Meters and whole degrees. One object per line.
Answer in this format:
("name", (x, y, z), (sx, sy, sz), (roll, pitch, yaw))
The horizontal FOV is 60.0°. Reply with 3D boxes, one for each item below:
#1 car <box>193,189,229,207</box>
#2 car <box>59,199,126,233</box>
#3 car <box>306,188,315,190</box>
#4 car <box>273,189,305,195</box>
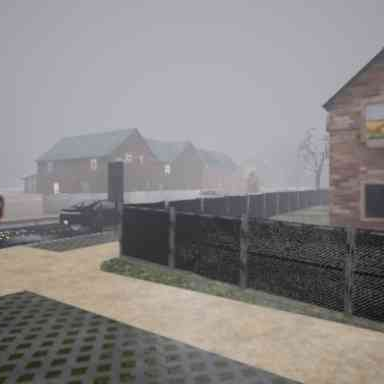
("car", (1.825, 0.573, 31.471), (2.097, 1.767, 4.553), (0, 1, 34))
("car", (-4.354, 1.099, 17.004), (2.128, 1.511, 4.902), (0, 2, 34))
("car", (17.861, 0.155, 50.511), (1.882, 1.535, 5.008), (0, 1, 34))
("car", (12.348, 0.404, 42.110), (1.837, 1.490, 4.892), (0, 2, 34))
